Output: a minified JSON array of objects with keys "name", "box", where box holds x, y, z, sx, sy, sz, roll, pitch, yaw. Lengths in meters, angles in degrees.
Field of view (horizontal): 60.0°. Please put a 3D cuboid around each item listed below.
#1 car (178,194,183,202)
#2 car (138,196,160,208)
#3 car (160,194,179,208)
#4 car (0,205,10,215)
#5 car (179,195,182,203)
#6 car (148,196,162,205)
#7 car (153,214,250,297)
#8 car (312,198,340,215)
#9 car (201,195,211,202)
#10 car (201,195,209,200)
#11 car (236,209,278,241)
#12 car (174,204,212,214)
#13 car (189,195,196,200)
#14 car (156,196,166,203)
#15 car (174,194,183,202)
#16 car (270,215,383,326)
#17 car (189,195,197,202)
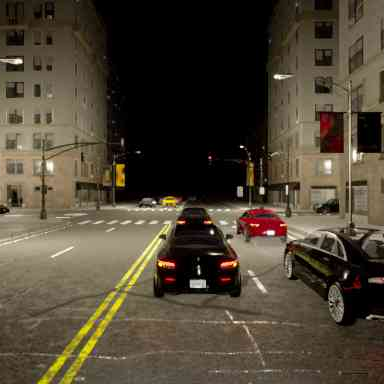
[{"name":"car","box":[-3.154,1.370,68.204,2.097,1.767,4.553,0,0,0]},{"name":"car","box":[-6.492,1.563,49.125,2.033,1.411,5.357,0,0,4]},{"name":"car","box":[-3.277,1.493,49.414,1.882,1.535,5.008,0,0,-1]},{"name":"car","box":[-19.708,1.547,31.626,4.181,1.385,1.994,0,0,1]},{"name":"car","box":[-3.237,1.618,58.752,1.895,1.301,4.718,0,0,0]},{"name":"car","box":[-6.487,1.522,58.864,1.837,1.490,4.892,0,0,0]},{"name":"car","box":[0.109,1.527,8.425,1.812,1.442,4.674,0,0,0]},{"name":"car","box":[14.814,1.409,34.384,4.553,1.767,2.097,0,0,1]},{"name":"car","box":[3.373,1.553,78.062,2.033,1.411,5.357,0,0,0]},{"name":"car","box":[3.389,1.438,88.482,1.994,1.385,4.181,0,0,0]},{"name":"car","box":[3.273,1.528,16.122,1.812,1.442,4.674,0,0,0]},{"name":"car","box":[0.125,1.529,17.334,1.812,1.442,4.674,0,0,0]},{"name":"car","box":[0.139,1.438,88.487,1.994,1.385,4.181,0,0,0]},{"name":"car","box":[-6.392,1.544,69.016,1.812,1.442,4.674,0,0,0]},{"name":"car","box":[-3.127,1.350,78.165,2.097,1.767,4.553,0,0,0]},{"name":"car","box":[3.348,1.492,7.027,2.128,1.511,4.902,0,0,1]},{"name":"car","box":[0.124,1.609,78.514,1.895,1.301,4.718,0,0,0]}]
